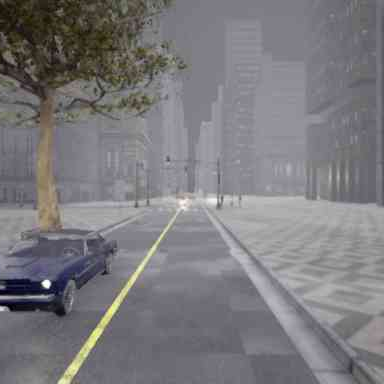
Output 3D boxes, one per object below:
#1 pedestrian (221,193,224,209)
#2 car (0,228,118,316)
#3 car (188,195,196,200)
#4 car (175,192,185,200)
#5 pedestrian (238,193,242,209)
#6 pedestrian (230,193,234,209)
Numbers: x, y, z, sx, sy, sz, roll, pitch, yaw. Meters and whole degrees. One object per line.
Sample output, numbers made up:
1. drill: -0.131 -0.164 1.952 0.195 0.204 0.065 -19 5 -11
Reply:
1. pedestrian: 3.624 1.058 39.700 0.375 1.860 0.375 0 0 0
2. car: -3.102 1.578 7.576 1.895 1.301 4.718 0 0 0
3. car: -0.022 1.388 84.957 2.033 1.411 5.357 0 0 0
4. car: -3.022 1.068 86.088 2.150 2.045 5.566 0 0 0
5. pedestrian: 5.625 1.044 39.100 0.375 1.860 0.375 0 0 0
6. pedestrian: 4.625 1.055 38.500 0.375 1.860 0.375 0 0 0
